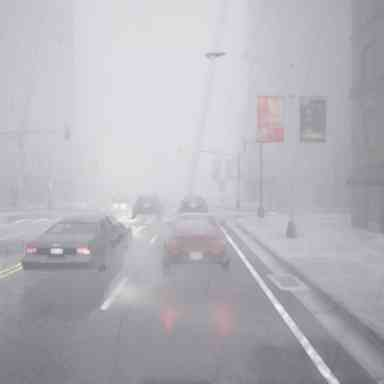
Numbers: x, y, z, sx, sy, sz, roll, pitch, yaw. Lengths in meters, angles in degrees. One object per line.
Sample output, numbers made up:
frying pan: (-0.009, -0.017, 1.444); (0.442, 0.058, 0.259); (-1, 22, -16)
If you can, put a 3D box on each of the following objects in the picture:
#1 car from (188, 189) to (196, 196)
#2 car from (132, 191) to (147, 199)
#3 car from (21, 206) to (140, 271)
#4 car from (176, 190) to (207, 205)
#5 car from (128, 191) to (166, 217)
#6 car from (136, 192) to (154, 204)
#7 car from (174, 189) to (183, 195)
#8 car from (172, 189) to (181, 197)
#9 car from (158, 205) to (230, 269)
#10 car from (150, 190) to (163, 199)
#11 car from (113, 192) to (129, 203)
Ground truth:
car: (-0.015, 0.057, 82.284); (2.128, 1.511, 4.902); (0, 1, 0)
car: (-9.788, 0.585, 62.426); (1.994, 1.385, 4.181); (0, 1, 1)
car: (-3.152, 1.391, 10.258); (2.033, 1.411, 5.357); (0, 1, 0)
car: (0.097, 0.961, 25.193); (2.097, 1.767, 4.553); (0, 1, 0)
car: (-3.153, 0.968, 25.121); (2.097, 1.767, 4.553); (0, 1, 0)
car: (-6.590, 0.794, 47.031); (1.812, 1.442, 4.674); (0, 1, 0)
car: (-3.265, 0.071, 82.284); (2.033, 1.411, 5.357); (0, 1, 0)
car: (-3.263, 0.407, 72.285); (1.994, 1.385, 4.181); (0, 1, 0)
car: (0.101, 1.367, 10.445); (1.812, 1.442, 4.674); (0, 1, 0)
car: (-6.534, 0.498, 62.492); (1.882, 1.535, 5.008); (0, 1, 0)
car: (-9.840, 0.760, 46.930); (2.128, 1.511, 4.902); (0, 1, 0)
